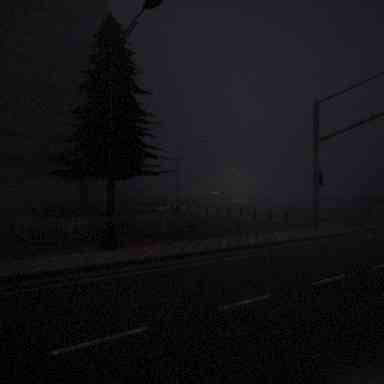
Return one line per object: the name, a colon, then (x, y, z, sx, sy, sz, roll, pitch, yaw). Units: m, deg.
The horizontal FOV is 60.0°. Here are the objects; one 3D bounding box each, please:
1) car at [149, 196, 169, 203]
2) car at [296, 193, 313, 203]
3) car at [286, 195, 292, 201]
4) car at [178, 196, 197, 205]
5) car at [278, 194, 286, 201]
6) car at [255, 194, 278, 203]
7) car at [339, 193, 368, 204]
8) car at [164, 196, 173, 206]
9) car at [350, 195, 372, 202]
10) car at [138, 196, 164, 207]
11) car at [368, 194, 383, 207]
car: (-6.824, 1.501, 68.635, 1.837, 1.490, 4.892, 0, 0, -36)
car: (21.649, 1.410, 62.760, 1.970, 1.475, 3.806, 0, 0, -36)
car: (22.103, 1.171, 81.684, 1.932, 1.855, 4.605, 0, 0, -36)
car: (-0.918, 1.536, 60.487, 1.812, 1.442, 4.674, 0, 0, -35)
car: (19.946, 1.381, 80.086, 1.784, 1.438, 3.905, 0, 0, -36)
car: (17.588, 1.412, 78.407, 1.970, 1.475, 3.806, 0, 0, -36)
car: (35.361, 1.172, 72.635, 1.932, 1.855, 4.605, 0, 0, -36)
car: (-4.922, 1.609, 53.863, 1.895, 1.301, 4.718, 0, 0, -35)
car: (37.758, 1.383, 74.263, 1.784, 1.438, 3.905, 0, 0, -36)
car: (-6.520, 1.571, 50.070, 1.994, 1.385, 4.181, 0, 0, -35)
car: (27.189, 1.166, 45.328, 1.932, 1.855, 4.605, 0, 0, -36)
